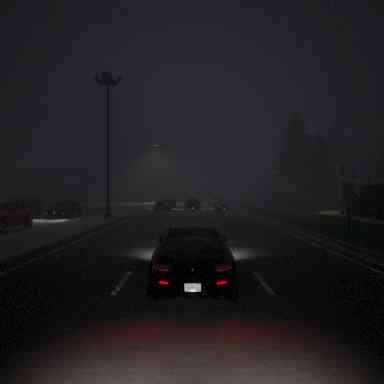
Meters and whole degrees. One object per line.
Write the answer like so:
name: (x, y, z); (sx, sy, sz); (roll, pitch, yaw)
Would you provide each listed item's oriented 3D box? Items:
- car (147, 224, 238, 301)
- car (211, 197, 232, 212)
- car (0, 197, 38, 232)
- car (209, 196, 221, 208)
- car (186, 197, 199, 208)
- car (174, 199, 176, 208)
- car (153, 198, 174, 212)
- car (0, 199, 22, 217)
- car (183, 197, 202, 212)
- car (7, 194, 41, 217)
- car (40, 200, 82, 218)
car: (0.017, 1.526, 8.198); (1.812, 1.442, 4.674); (0, 0, 0)
car: (3.579, 1.601, 39.247); (1.895, 1.301, 4.718); (0, 0, 0)
car: (-11.465, 1.352, 19.826); (2.097, 1.767, 4.553); (0, 0, 0)
car: (3.599, 1.352, 49.191); (2.097, 1.767, 4.553); (0, 0, 0)
car: (0.099, 1.505, 49.228); (1.837, 1.490, 4.892); (0, 0, 0)
car: (-3.401, 1.564, 49.235); (1.994, 1.385, 4.181); (0, 0, 0)
car: (-3.421, 1.526, 39.232); (1.812, 1.442, 4.674); (0, 0, 0)
car: (-18.436, 1.505, 31.840); (1.837, 1.490, 4.892); (0, 0, 0)
car: (0.078, 1.505, 38.808); (1.837, 1.490, 4.892); (0, 0, 0)
car: (-14.942, 1.221, 28.776); (2.150, 2.045, 5.566); (0, 0, 0)
car: (-11.439, 1.505, 30.015); (1.837, 1.490, 4.892); (0, 0, 0)
